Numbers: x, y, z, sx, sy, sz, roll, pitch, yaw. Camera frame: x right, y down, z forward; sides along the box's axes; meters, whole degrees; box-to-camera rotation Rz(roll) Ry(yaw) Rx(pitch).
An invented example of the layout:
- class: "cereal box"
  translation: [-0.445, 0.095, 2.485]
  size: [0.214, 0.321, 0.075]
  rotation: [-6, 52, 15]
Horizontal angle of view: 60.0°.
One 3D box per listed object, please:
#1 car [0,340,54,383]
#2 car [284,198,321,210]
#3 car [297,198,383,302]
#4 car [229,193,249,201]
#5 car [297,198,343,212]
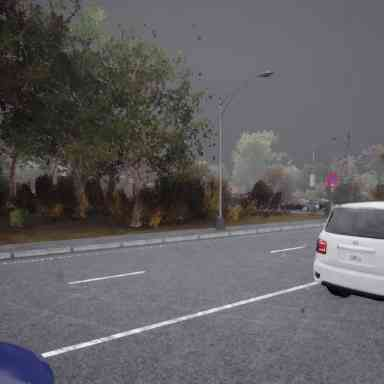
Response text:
- class: "car"
  translation: [-3.103, 1.526, 1.529]
  size: [4.674, 1.442, 1.812]
  rotation: [0, 0, -36]
- class: "car"
  translation: [12.507, 1.492, 38.731]
  size: [2.128, 1.511, 4.902]
  rotation: [0, 0, -33]
- class: "car"
  translation: [5.017, 1.221, 7.332]
  size: [5.566, 2.045, 2.150]
  rotation: [0, 0, -35]
- class: "car"
  translation: [7.263, 1.213, 47.061]
  size: [2.150, 2.045, 5.566]
  rotation: [0, 0, -32]
- class: "car"
  translation: [15.537, 1.492, 40.515]
  size: [2.128, 1.511, 4.902]
  rotation: [0, 0, -32]
